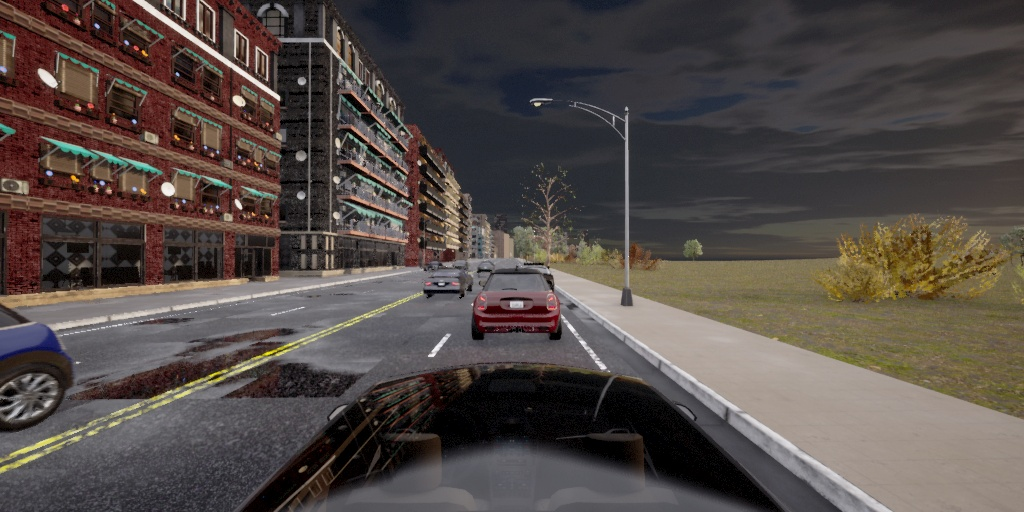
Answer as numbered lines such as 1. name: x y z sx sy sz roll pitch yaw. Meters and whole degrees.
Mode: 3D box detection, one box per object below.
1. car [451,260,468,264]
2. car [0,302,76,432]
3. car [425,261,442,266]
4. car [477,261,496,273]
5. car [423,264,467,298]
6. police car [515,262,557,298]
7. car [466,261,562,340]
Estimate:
1. car: -6.509 1.256 45.645 1.837 1.490 4.892 0 0 0
2. car: -6.599 1.102 2.520 2.097 1.767 4.553 0 0 0
3. car: -9.760 1.315 45.072 1.994 1.385 4.181 0 0 0
4. car: -3.063 1.315 43.721 1.994 1.385 4.181 0 0 0
5. car: -3.116 1.300 18.400 2.033 1.411 5.357 0 0 0
6. police car: 1.173 1.178 19.622 1.930 1.638 5.238 0 0 0
7. car: 0.112 1.103 10.126 2.097 1.767 4.553 0 0 0
